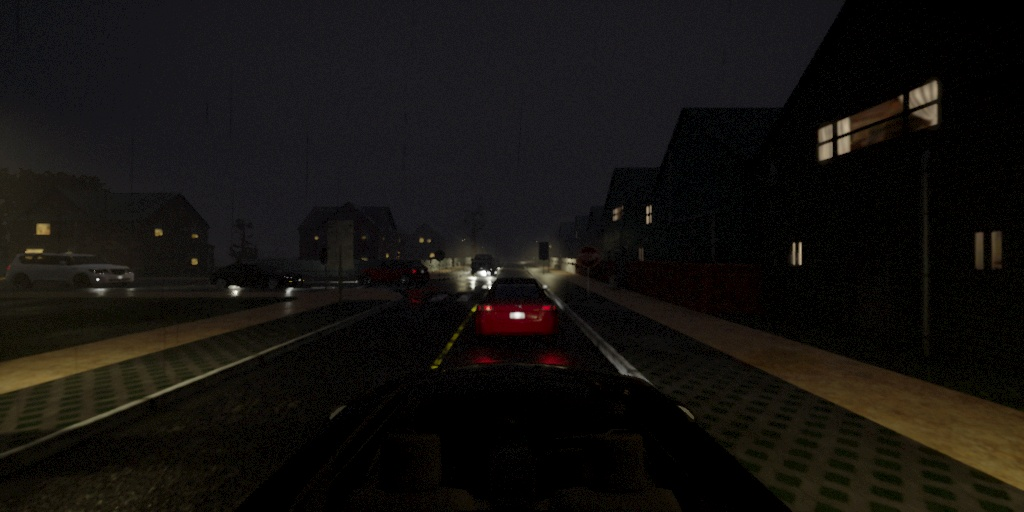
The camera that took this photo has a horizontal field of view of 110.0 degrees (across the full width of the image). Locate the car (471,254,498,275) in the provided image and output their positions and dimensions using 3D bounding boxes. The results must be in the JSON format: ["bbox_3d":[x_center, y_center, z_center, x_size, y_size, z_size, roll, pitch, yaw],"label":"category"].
[{"bbox_3d":[-2.880,0.811,36.520,2.150,2.045,5.566,0,0,0],"label":"car"}]

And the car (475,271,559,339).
[{"bbox_3d":[0.096,1.274,9.912,1.994,1.385,4.181,0,0,-1],"label":"car"}]

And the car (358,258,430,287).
[{"bbox_3d":[-7.695,1.010,23.281,4.553,1.767,2.097,0,0,18],"label":"car"}]

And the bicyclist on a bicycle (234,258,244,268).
[{"bbox_3d":[-20.239,0.977,26.661,0.582,1.620,1.656,0,0,0],"label":"bicyclist on a bicycle"}]

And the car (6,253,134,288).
[{"bbox_3d":[-25.450,0.855,20.764,5.566,2.045,2.150,0,0,0],"label":"car"}]

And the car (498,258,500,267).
[{"bbox_3d":[-2.885,1.038,46.307,2.128,1.511,4.902,0,0,0],"label":"car"}]

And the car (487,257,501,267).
[{"bbox_3d":[-2.861,0.977,57.244,1.882,1.535,5.008,0,0,0],"label":"car"}]

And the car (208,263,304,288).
[{"bbox_3d":[-14.779,1.146,20.847,4.892,1.490,1.837,0,0,0],"label":"car"}]
